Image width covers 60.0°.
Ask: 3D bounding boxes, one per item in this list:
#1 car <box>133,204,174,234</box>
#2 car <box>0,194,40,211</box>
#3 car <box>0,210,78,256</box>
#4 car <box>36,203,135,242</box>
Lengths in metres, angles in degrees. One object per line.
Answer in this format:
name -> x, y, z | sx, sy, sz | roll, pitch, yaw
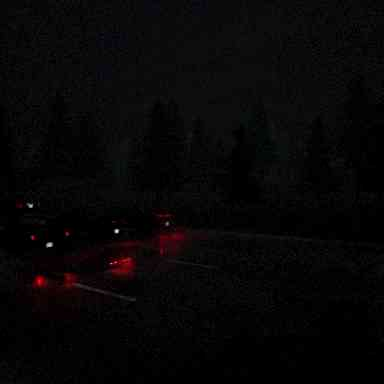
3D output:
car -> -3.272, 1.466, 19.151 | 4.902, 1.511, 2.128 | 0, 0, 36
car -> -14.600, 1.171, 27.211 | 5.566, 2.045, 2.150 | 0, 0, 36
car -> -6.842, 1.576, 13.092 | 4.718, 1.301, 1.895 | 0, 0, 36
car -> -5.327, 1.480, 16.318 | 4.892, 1.490, 1.837 | 1, 0, 36
